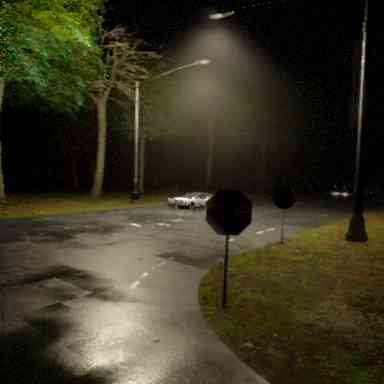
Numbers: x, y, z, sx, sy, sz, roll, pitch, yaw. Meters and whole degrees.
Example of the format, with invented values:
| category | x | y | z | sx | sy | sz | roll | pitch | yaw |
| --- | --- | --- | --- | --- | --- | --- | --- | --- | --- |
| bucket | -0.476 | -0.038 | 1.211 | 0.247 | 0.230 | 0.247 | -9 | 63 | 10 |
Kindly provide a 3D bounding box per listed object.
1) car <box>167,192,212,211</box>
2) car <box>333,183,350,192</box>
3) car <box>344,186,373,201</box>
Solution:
| category | x | y | z | sx | sy | sz | roll | pitch | yaw |
| --- | --- | --- | --- | --- | --- | --- | --- | --- | --- |
| car | 0.204 | 0.655 | 26.042 | 1.895 | 1.301 | 4.718 | 4 | 4 | 39 |
| car | 26.866 | -0.854 | 59.289 | 2.097 | 1.767 | 4.553 | 4 | 4 | 39 |
| car | 20.332 | 0.304 | 39.991 | 2.033 | 1.411 | 5.357 | 4 | 4 | 38 |
